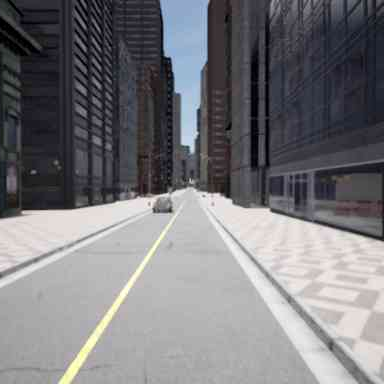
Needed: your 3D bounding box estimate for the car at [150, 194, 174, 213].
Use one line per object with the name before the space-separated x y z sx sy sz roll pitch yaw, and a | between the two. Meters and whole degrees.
car | -3.070 1.330 35.788 2.097 1.767 4.553 0 0 0
